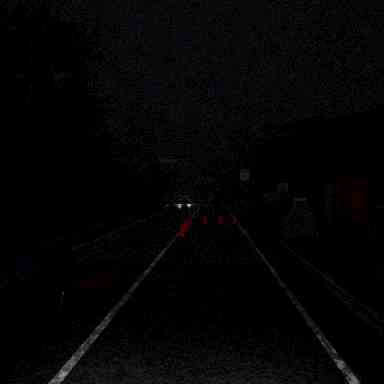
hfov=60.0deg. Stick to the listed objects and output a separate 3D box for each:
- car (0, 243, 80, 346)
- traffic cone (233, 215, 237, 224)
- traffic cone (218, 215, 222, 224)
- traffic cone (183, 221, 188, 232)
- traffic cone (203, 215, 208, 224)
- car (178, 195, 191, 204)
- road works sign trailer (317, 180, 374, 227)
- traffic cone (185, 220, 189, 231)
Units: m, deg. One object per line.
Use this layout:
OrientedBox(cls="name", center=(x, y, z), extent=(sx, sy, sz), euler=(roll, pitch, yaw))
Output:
OrientedBox(cls="car", center=(-3.364, 1.517, 4.726), extent=(2.033, 1.411, 5.357), euler=(0, 0, 3))
OrientedBox(cls="traffic cone", center=(2.867, 1.863, 22.271), extent=(0.340, 0.580, 0.340), euler=(0, 0, 10))
OrientedBox(cls="traffic cone", center=(1.893, 1.859, 22.205), extent=(0.340, 0.580, 0.340), euler=(0, 0, 4))
OrientedBox(cls="traffic cone", center=(-0.493, 1.878, 16.359), extent=(0.340, 0.580, 0.340), euler=(0, 0, 4))
OrientedBox(cls="traffic cone", center=(0.903, 1.854, 22.272), extent=(0.340, 0.580, 0.340), euler=(0, 0, 4))
OrientedBox(cls="car", center=(-1.326, 1.223, 56.293), extent=(1.882, 1.535, 5.008), euler=(0, 0, -4))
OrientedBox(cls="road works sign trailer", center=(7.921, 0.515, 18.580), extent=(3.560, 2.380, 2.880), euler=(-5, 7, -42))
OrientedBox(cls="traffic cone", center=(-0.360, 1.868, 18.355), extent=(0.340, 0.580, 0.340), euler=(0, 0, 4))
